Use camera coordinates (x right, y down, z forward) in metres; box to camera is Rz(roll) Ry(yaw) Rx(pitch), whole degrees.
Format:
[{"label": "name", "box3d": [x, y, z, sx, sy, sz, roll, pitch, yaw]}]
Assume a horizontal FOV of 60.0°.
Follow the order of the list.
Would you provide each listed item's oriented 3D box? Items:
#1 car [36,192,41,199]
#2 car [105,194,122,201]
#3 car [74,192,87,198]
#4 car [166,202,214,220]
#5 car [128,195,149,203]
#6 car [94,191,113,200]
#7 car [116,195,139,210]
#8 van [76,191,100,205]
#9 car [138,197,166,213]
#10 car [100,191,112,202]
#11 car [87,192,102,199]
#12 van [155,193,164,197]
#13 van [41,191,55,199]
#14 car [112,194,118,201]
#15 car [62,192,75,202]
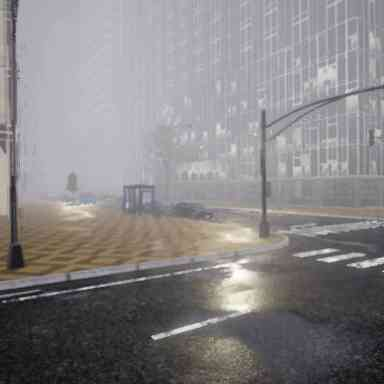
[{"label": "car", "box3d": [-35.170, 0.788, 79.169, 1.967, 1.590, 4.097, 0, 1, -34]}, {"label": "car", "box3d": [-15.428, 1.042, 65.124, 1.802, 1.307, 4.206, 0, 1, -34]}, {"label": "car", "box3d": [-28.251, 0.796, 83.896, 2.008, 1.369, 4.403, 0, 1, -34]}, {"label": "car", "box3d": [-0.015, 1.493, 27.473, 1.947, 1.339, 4.313, 0, 1, -34]}, {"label": "car", "box3d": [-9.016, 1.148, 55.737, 1.802, 1.307, 4.206, 0, 1, -34]}, {"label": "car", "box3d": [-18.633, 0.721, 69.815, 2.192, 1.841, 5.009, 0, 1, -34]}, {"label": "car", "box3d": [-6.364, 1.390, 36.903, 1.947, 1.339, 4.313, 0, 1, -34]}, {"label": "van", "box3d": [-15.936, 1.009, 51.010, 1.690, 1.788, 3.998, 0, 1, -34]}, {"label": "car", "box3d": [-3.207, 1.458, 32.178, 1.802, 1.307, 4.206, 0, 1, -34]}, {"label": "car", "box3d": [-16.117, 1.021, 61.525, 1.837, 1.490, 4.892, -1, 1, -34]}, {"label": "car", "box3d": [-21.839, 0.793, 74.509, 1.967, 1.590, 4.097, 0, 1, -34]}, {"label": "van", "box3d": [-5.810, 0.960, 51.042, 1.690, 1.788, 3.998, 0, 1, -34]}, {"label": "van", "box3d": [-31.965, 0.742, 74.476, 1.690, 1.788, 3.998, 0, 1, -34]}, {"label": "car", "box3d": [-10.369, 1.102, 53.111, 2.128, 1.511, 4.902, -1, 1, -34]}, {"label": "car", "box3d": [-22.348, 1.113, 60.398, 2.008, 1.369, 4.403, 0, 1, -34]}]
